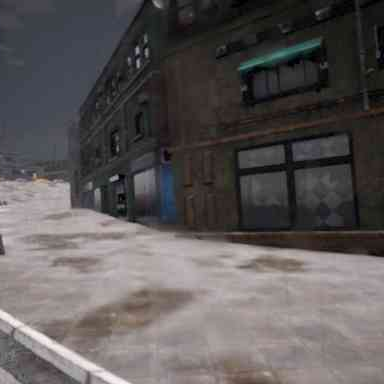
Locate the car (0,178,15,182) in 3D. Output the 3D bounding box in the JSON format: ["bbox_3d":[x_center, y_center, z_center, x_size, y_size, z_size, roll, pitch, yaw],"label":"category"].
[{"bbox_3d":[-46.294,-2.714,80.232,2.231,1.521,4.892,-6,-3,34],"label":"car"}]

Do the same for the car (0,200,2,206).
[{"bbox_3d":[-28.147,1.447,45.776,1.994,1.385,4.181,-4,0,-1],"label":"car"}]

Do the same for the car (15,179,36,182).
[{"bbox_3d":[-43.232,-2.665,84.859,2.002,1.452,4.674,-6,-3,33],"label":"car"}]
